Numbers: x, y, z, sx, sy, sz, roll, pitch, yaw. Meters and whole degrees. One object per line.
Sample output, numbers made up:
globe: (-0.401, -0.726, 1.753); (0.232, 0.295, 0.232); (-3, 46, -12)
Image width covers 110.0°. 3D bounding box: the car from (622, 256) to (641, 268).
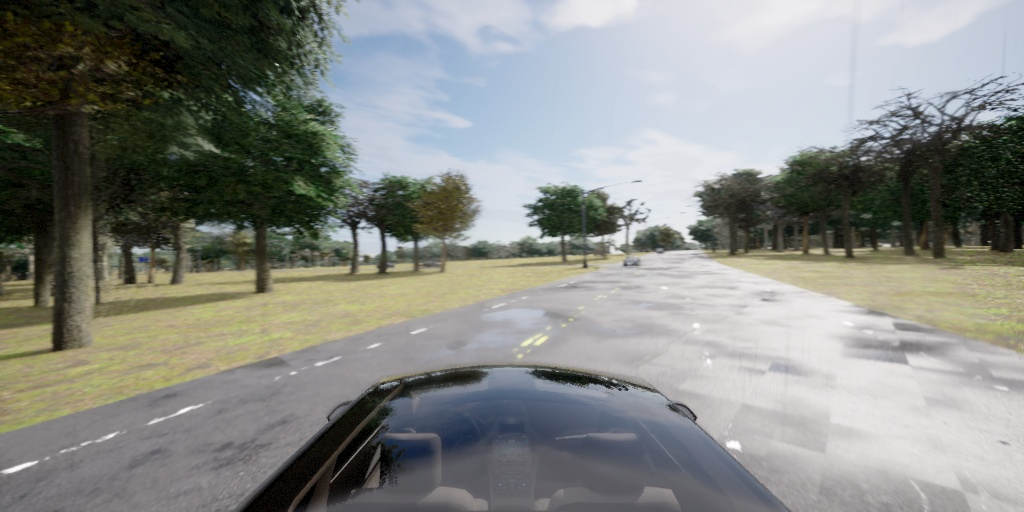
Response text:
car: (15.354, 0.723, 45.931); (2.128, 1.511, 4.902); (-2, 0, 24)
